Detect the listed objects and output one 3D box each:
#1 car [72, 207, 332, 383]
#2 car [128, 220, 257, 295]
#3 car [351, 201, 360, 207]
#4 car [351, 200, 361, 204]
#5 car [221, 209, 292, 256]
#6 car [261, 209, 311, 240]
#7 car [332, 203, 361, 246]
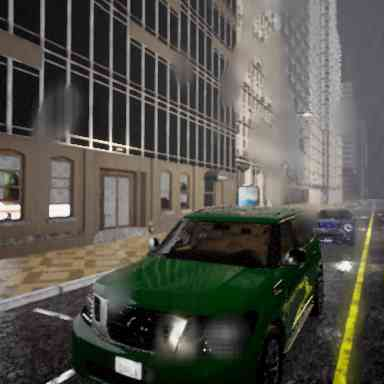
[{"bbox_3d":[0.756,1.299,5.471,2.150,2.045,5.566,0,-1,29],"label":"car"},{"bbox_3d":[0.302,1.686,9.992,2.008,1.369,4.403,0,-1,29],"label":"car"},{"bbox_3d":[41.360,2.961,84.097,1.802,1.307,4.206,0,-1,29],"label":"car"},{"bbox_3d":[38.624,2.734,79.159,1.967,1.590,4.097,0,-1,29],"label":"car"},{"bbox_3d":[3.040,1.656,14.935,1.967,1.590,4.097,0,-1,29],"label":"car"},{"bbox_3d":[5.694,1.819,19.724,1.752,1.417,4.829,0,-1,29],"label":"car"},{"bbox_3d":[7.190,1.615,16.867,2.097,1.767,4.553,0,-1,29],"label":"car"}]
